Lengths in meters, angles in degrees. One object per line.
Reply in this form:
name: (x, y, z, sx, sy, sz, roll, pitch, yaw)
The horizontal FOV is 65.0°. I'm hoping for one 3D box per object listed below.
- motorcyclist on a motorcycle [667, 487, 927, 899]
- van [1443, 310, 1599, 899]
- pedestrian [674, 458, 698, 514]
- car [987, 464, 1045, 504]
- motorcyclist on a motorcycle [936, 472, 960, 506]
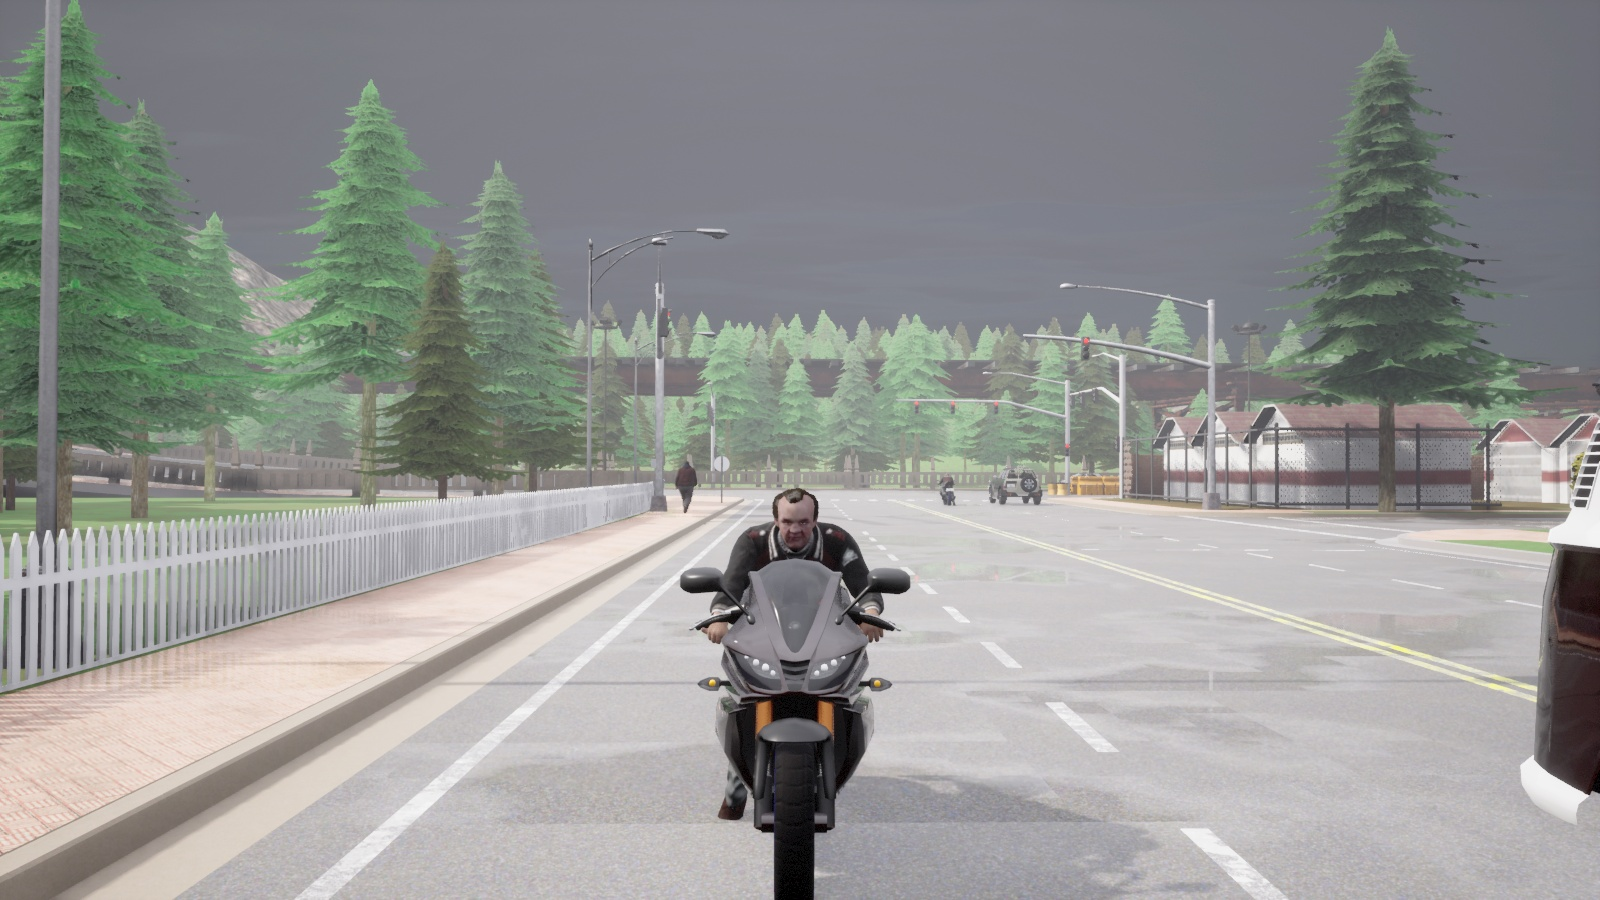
motorcyclist on a motorcycle: (-0.013, 0.939, 5.313, 0.866, 1.530, 2.191, 0, -1, 0)
van: (3.490, 0.566, 2.510, 2.069, 2.038, 4.480, 0, -1, 0)
pedestrian: (-3.754, 1.184, 41.531, 0.634, 1.844, 0.899, 0, -1, 5)
car: (10.351, 1.604, 60.516, 1.932, 1.855, 4.605, 0, -1, 0)
motorcyclist on a motorcycle: (6.856, 1.800, 58.352, 0.866, 1.530, 2.191, 0, -1, 0)
